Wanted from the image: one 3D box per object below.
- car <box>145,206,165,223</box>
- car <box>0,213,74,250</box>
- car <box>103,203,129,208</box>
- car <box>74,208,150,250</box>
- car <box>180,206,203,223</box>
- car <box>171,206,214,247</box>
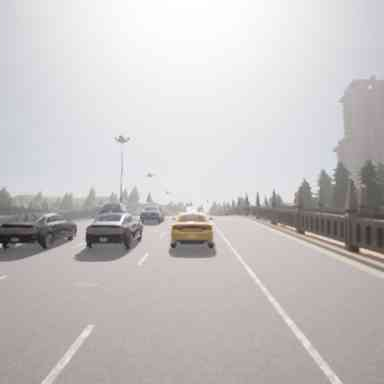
[{"bbox_3d":[-3.498,1.965,29.819,2.033,1.411,5.357,0,-1,0],"label":"car"},{"bbox_3d":[-6.985,1.711,15.578,2.128,1.511,4.902,0,-1,0],"label":"car"},{"bbox_3d":[-6.988,1.783,30.741,2.097,1.767,4.553,0,-1,0],"label":"car"},{"bbox_3d":[-3.486,1.711,15.578,2.128,1.511,4.902,0,-1,0],"label":"car"},{"bbox_3d":[0.010,1.996,30.745,1.994,1.385,4.181,0,-1,1],"label":"car"},{"bbox_3d":[0.021,1.706,16.338,1.882,1.535,5.008,0,0,0],"label":"car"}]
